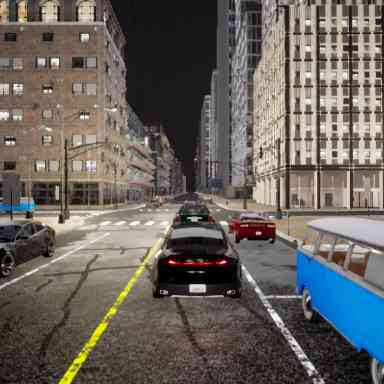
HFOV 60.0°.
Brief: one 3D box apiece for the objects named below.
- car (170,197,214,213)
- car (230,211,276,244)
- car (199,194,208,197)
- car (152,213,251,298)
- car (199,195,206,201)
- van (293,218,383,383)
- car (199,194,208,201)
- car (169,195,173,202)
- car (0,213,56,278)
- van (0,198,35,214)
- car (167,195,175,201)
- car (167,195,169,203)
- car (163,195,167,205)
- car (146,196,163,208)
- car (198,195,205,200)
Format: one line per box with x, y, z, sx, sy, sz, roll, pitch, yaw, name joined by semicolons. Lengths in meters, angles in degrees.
0.082;1.352;17.566;2.097;1.767;4.553;0;0;-1;car
2.710;1.545;15.744;1.887;1.381;4.507;1;0;0;car
2.741;1.530;59.491;2.008;1.369;4.403;1;0;0;car
0.107;1.506;8.473;1.837;1.490;4.892;0;0;0;car
2.761;1.473;87.918;1.752;1.417;4.829;1;0;0;car
2.704;1.342;4.591;1.690;1.788;3.998;1;0;0;van
2.758;1.395;82.097;1.967;1.590;4.097;1;0;0;car
-5.632;1.518;70.800;2.008;1.369;4.403;1;0;0;car
-5.675;1.567;10.179;1.947;1.339;4.313;1;0;0;car
-19.711;1.525;37.074;3.998;1.788;1.690;0;0;1;van
-5.620;1.474;87.586;1.752;1.417;4.829;1;0;0;car
-5.640;1.561;59.498;1.802;1.307;4.206;1;0;0;car
-5.642;1.425;53.847;1.967;1.590;4.097;1;0;0;car
-5.648;1.572;48.194;1.802;1.307;4.206;1;0;0;car
2.764;1.523;93.400;1.802;1.307;4.206;1;0;0;car
